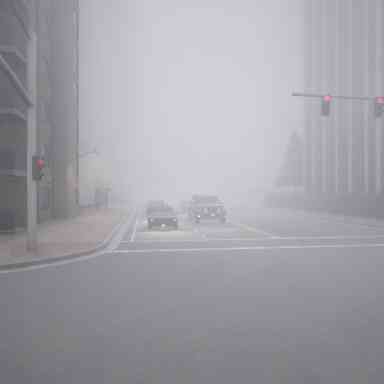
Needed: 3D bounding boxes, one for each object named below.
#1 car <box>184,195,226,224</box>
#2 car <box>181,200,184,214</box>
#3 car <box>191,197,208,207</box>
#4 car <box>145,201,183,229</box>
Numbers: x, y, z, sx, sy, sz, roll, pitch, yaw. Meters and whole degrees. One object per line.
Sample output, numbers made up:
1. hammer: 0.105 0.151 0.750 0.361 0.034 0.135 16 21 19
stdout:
1. car: 1.023 1.221 25.369 2.150 2.045 5.566 0 0 -8
2. car: -0.438 1.547 35.909 2.033 1.411 5.357 0 0 -8
3. car: 1.097 1.564 51.038 1.994 1.385 4.181 0 0 -8
4. car: -2.022 1.547 21.870 2.033 1.411 5.357 0 0 -8
